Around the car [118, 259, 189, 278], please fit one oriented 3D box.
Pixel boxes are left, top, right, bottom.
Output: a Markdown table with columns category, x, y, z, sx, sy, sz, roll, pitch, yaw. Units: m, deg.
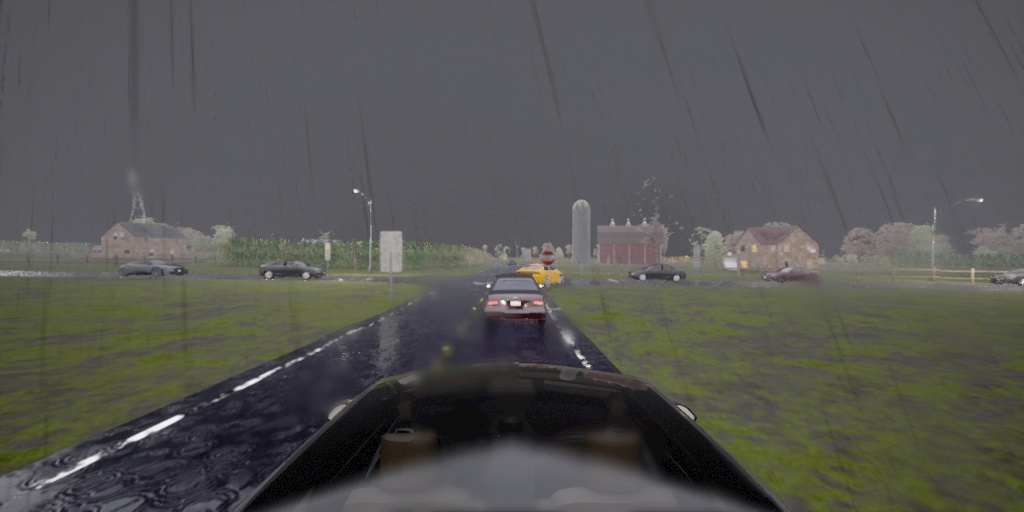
| category | x | y | z | sx | sy | sz | roll | pitch | yaw |
| --- | --- | --- | --- | --- | --- | --- | --- | --- | --- |
| car | -28.401 | 0.964 | 28.479 | 4.181 | 1.385 | 1.994 | 1 | 1 | 0 |

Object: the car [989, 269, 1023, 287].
| category | x | y | z | sx | sy | sz | roll | pitch | yaw |
| --- | --- | --- | --- | --- | --- | --- | --- | --- | --- |
| car | 45.386 | 1.915 | 31.642 | 4.892 | 1.490 | 1.837 | 1 | 1 | 0 |

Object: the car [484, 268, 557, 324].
| category | x | y | z | sx | sy | sz | roll | pitch | yaw |
| --- | --- | --- | --- | --- | --- | --- | --- | --- | --- |
| car | 0.096 | 1.306 | 11.996 | 2.033 | 1.411 | 5.357 | 0 | 0 | 0 |

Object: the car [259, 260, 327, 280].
| category | x | y | z | sx | sy | sz | roll | pitch | yaw |
| --- | --- | --- | --- | --- | --- | --- | --- | --- | --- |
| car | -17.345 | 1.069 | 28.521 | 4.892 | 1.490 | 1.837 | 1 | 1 | 0 |

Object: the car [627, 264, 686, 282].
| category | x | y | z | sx | sy | sz | roll | pitch | yaw |
| --- | --- | --- | --- | --- | --- | --- | --- | --- | --- |
| car | 12.726 | 1.473 | 31.631 | 4.892 | 1.490 | 1.837 | 1 | 1 | 1 |

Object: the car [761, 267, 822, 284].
| category | x | y | z | sx | sy | sz | roll | pitch | yaw |
| --- | --- | --- | --- | --- | --- | --- | --- | --- | --- |
| car | 24.616 | 1.659 | 31.629 | 4.674 | 1.442 | 1.812 | 1 | 1 | 0 |

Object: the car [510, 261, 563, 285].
| category | x | y | z | sx | sy | sz | roll | pitch | yaw |
| --- | --- | --- | --- | --- | --- | --- | --- | --- | --- |
| car | 1.987 | 1.267 | 24.717 | 1.882 | 1.535 | 5.008 | 0 | 0 | 26 |
